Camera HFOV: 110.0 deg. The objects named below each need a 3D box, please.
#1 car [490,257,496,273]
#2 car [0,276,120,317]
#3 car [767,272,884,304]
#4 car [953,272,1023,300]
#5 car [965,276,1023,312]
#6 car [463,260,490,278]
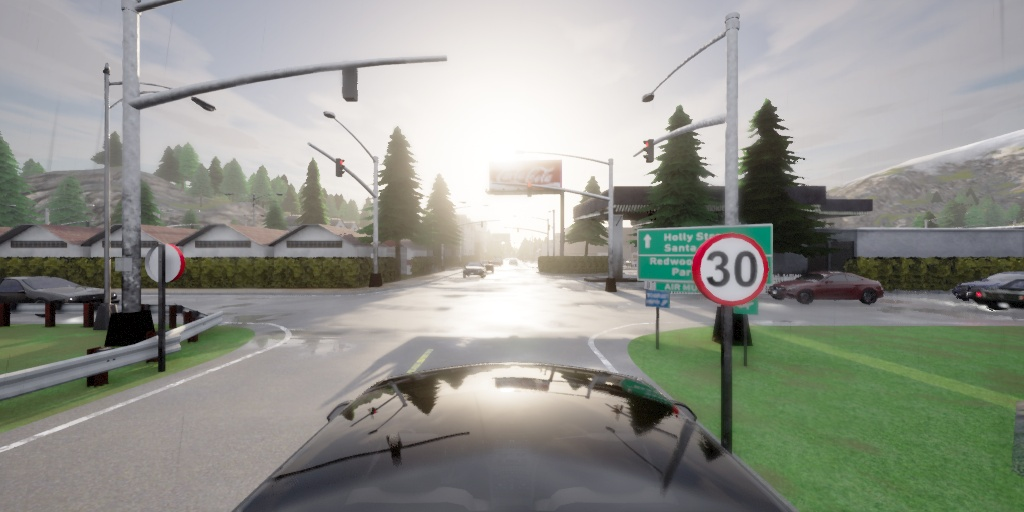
[{"bbox_3d":[-3.184,1.269,44.097,1.882,1.535,5.008,0,-1,-3],"label":"car"},{"bbox_3d":[-18.502,1.489,13.733,5.357,1.411,2.033,0,0,1],"label":"car"},{"bbox_3d":[14.802,1.467,17.022,4.674,1.442,1.812,0,0,0],"label":"car"},{"bbox_3d":[23.935,1.467,16.928,4.674,1.442,1.812,0,0,1],"label":"car"},{"bbox_3d":[20.461,1.542,13.282,4.718,1.301,1.895,0,0,1],"label":"car"},{"bbox_3d":[-3.459,1.291,33.806,1.812,1.442,4.674,1,-1,1],"label":"car"}]
